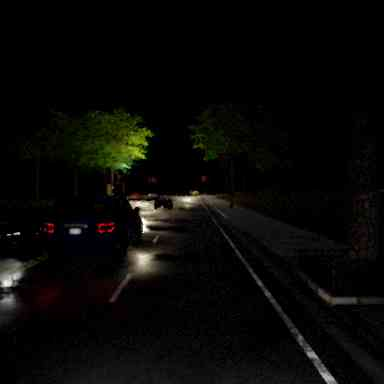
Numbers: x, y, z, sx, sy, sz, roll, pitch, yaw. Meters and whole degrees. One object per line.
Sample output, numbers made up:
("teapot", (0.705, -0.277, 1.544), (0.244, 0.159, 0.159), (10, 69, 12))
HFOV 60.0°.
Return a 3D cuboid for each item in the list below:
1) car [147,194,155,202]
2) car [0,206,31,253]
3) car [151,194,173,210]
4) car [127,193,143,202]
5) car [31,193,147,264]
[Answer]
("car", (-6.545, 1.010, 55.543), (2.033, 1.411, 5.357), (0, 1, 1))
("car", (-6.599, 1.384, 13.266), (2.128, 1.511, 4.902), (0, 1, 0))
("car", (-3.148, 1.249, 37.636), (1.895, 1.301, 4.718), (0, 1, 0))
("car", (-9.791, 0.969, 57.459), (1.812, 1.442, 4.674), (0, 1, 1))
("car", (-3.149, 1.128, 11.647), (2.150, 2.045, 5.566), (0, 1, 0))
